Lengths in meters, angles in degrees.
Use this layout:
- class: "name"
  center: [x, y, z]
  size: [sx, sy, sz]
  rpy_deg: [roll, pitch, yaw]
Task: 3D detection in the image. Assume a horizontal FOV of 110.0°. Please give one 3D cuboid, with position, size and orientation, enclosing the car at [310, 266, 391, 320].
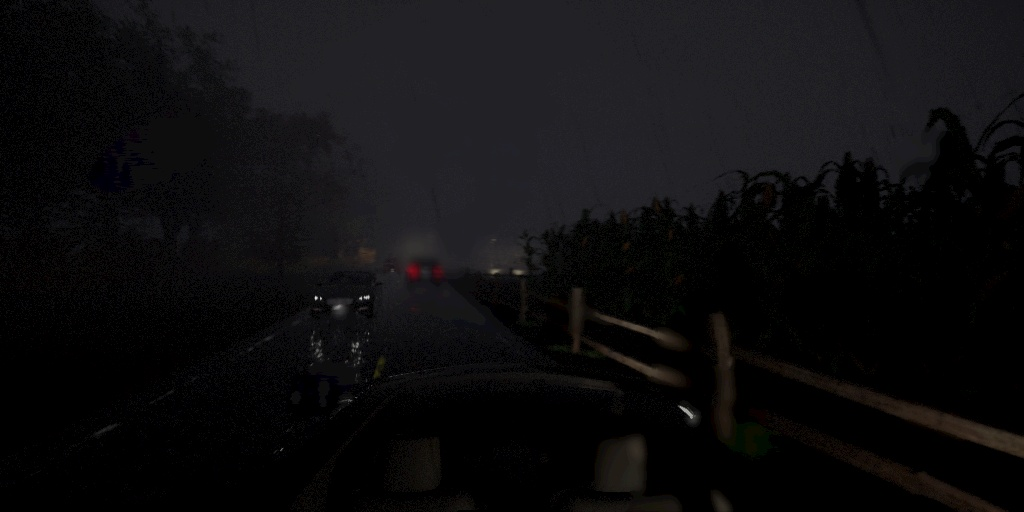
- class: "car"
  center: [-5.710, 1.270, 12.845]
  size: [2.128, 1.511, 4.902]
  rpy_deg: [1, -1, -16]

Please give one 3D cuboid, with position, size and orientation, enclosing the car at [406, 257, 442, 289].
- class: "car"
  center: [-5.986, 1.118, 24.494]
  size: [2.150, 2.045, 5.566]
  rpy_deg: [1, -1, -15]

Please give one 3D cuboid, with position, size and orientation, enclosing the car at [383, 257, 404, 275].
- class: "car"
  center: [-14.167, 1.187, 42.944]
  size: [2.150, 2.045, 5.566]
  rpy_deg: [1, -1, -16]
